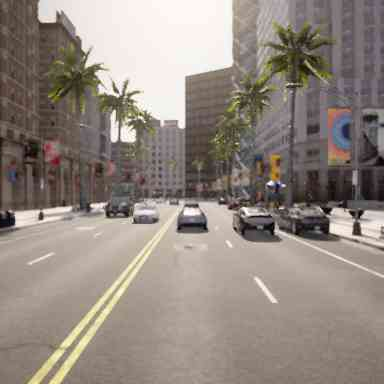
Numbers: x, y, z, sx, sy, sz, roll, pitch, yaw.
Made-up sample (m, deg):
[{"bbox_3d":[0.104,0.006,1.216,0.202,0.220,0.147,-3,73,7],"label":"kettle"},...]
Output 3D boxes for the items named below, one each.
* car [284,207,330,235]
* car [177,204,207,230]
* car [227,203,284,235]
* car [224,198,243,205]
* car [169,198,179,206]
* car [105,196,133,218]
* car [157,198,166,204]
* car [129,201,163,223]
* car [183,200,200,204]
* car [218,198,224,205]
[{"bbox_3d":[6.513,1.620,19.729,2.231,1.521,4.892,0,0,0],"label":"car"},{"bbox_3d":[0.010,1.729,22.656,1.994,1.385,4.181,0,-1,0],"label":"car"},{"bbox_3d":[3.524,1.632,19.623,2.128,1.511,4.902,0,0,0],"label":"car"},{"bbox_3d":[6.407,1.708,49.104,2.185,1.767,4.553,0,0,0],"label":"car"},{"bbox_3d":[-3.582,2.025,68.236,1.812,1.442,4.674,0,0,0],"label":"car"},{"bbox_3d":[-7.226,1.476,33.976,2.150,2.045,5.566,0,0,0],"label":"car"},{"bbox_3d":[-7.027,2.030,76.076,1.812,1.442,4.674,0,0,0],"label":"car"},{"bbox_3d":[-3.703,1.731,27.597,1.812,1.442,4.674,0,0,0],"label":"car"},{"bbox_3d":[-0.056,1.774,40.547,1.882,1.535,5.008,0,0,0],"label":"car"},{"bbox_3d":[6.629,2.026,71.033,2.161,1.482,4.786,0,0,0],"label":"car"}]
